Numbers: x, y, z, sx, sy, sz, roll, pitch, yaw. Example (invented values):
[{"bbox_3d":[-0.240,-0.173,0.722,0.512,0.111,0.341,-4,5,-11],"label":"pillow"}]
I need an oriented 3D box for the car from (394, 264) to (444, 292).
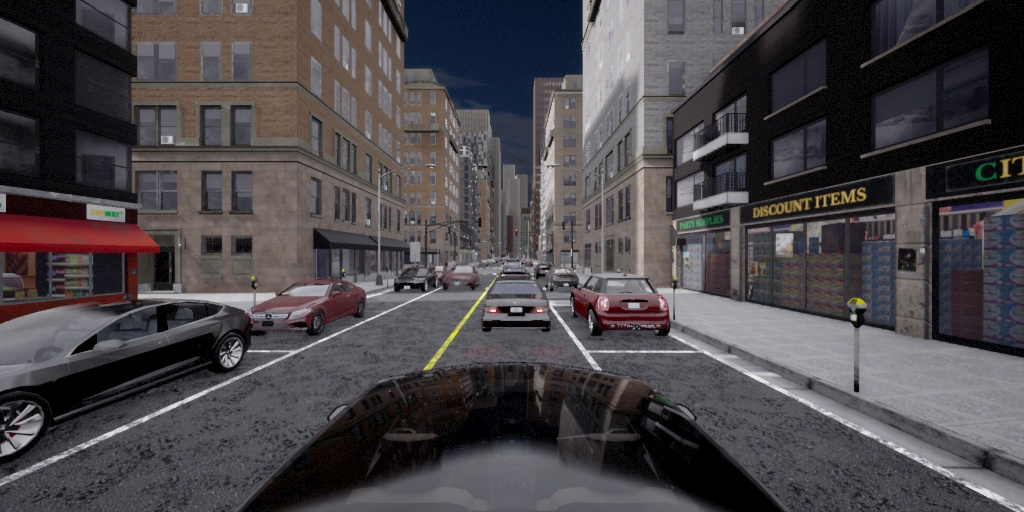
[{"bbox_3d":[-5.620,1.316,21.396,1.948,1.339,4.313,0,0,0],"label":"car"}]

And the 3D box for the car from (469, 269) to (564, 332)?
[{"bbox_3d":[0.118,1.297,10.844,2.033,1.411,5.357,0,0,0],"label":"car"}]

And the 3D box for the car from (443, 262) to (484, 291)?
[{"bbox_3d":[-3.031,1.276,22.215,1.812,1.442,4.674,0,0,0],"label":"car"}]

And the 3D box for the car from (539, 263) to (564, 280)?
[{"bbox_3d":[2.906,1.301,21.373,2.007,1.370,4.403,0,0,0],"label":"car"}]

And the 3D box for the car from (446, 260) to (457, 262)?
[{"bbox_3d":[-5.590,1.192,32.399,1.967,1.591,4.097,0,0,0],"label":"car"}]

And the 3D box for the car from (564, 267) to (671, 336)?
[{"bbox_3d":[2.877,1.189,10.371,1.967,1.591,4.097,0,0,0],"label":"car"}]

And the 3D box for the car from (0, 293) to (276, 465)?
[{"bbox_3d":[-5.664,1.315,4.892,1.948,1.339,4.313,0,0,0],"label":"car"}]

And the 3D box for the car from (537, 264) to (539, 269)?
[{"bbox_3d":[2.935,1.319,32.376,1.948,1.339,4.313,0,0,0],"label":"car"}]

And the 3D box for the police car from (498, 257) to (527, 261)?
[{"bbox_3d":[0.074,1.178,31.386,1.930,1.638,5.238,0,0,0],"label":"police car"}]

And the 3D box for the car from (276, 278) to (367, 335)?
[{"bbox_3d":[-5.649,1.331,10.394,1.802,1.307,4.207,0,0,0],"label":"car"}]

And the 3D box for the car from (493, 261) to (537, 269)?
[{"bbox_3d":[0.148,1.242,21.367,2.128,1.511,4.902,0,0,0],"label":"car"}]
